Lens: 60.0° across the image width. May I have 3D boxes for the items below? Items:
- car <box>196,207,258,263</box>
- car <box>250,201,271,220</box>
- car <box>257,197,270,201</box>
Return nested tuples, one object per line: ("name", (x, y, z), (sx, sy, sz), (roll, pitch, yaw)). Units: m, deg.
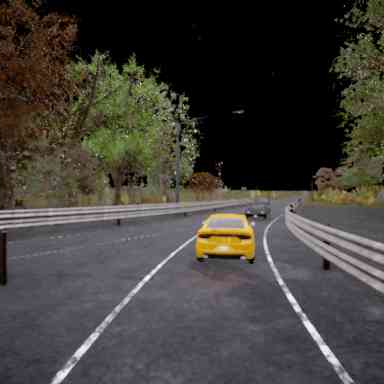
("car", (1.351, 1.565, 12.510), (1.882, 1.535, 5.008), (0, 0, 9))
("car", (6.273, 1.818, 31.151), (1.895, 1.301, 4.718), (0, 0, 19))
("car", (13.466, 1.728, 62.785), (2.097, 1.767, 4.553), (0, 0, 20))
